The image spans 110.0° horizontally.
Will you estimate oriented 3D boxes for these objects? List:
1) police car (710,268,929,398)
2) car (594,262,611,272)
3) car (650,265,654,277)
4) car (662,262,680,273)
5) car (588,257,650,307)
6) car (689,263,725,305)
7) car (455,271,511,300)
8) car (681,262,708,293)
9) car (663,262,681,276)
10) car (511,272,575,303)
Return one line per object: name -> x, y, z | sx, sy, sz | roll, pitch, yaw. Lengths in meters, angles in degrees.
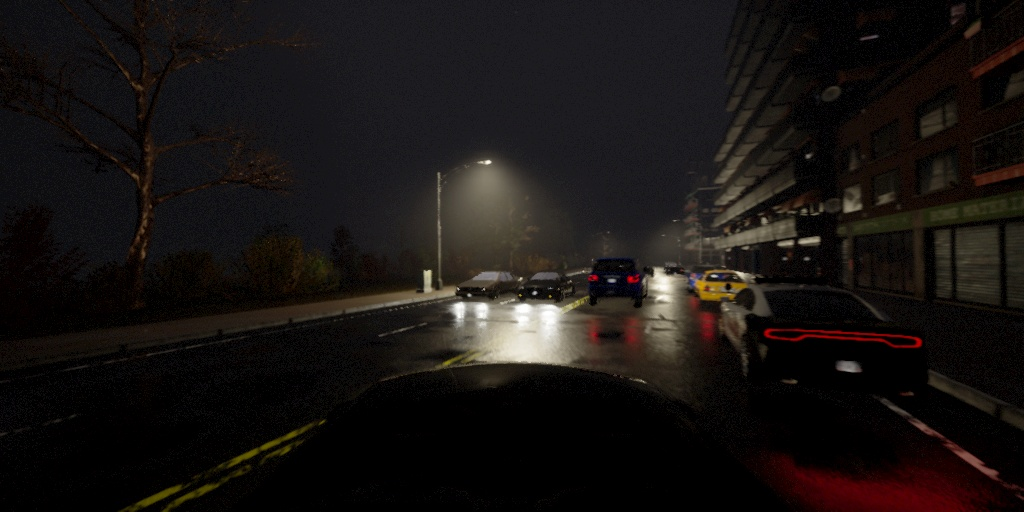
police car -> 5.224, 1.186, 6.828 | 1.930, 1.638, 5.238 | -1, -1, 24
car -> 14.571, 1.764, 57.524 | 1.882, 1.535, 5.008 | -1, -1, 22
car -> 15.469, 1.683, 41.653 | 1.895, 1.301, 4.718 | -1, -1, 22
car -> 22.858, 1.631, 51.683 | 2.128, 1.511, 4.902 | -1, -1, 21
car -> 5.035, 1.097, 16.700 | 2.150, 2.045, 5.566 | -1, -1, 23
car -> 9.279, 1.286, 16.115 | 1.801, 1.575, 5.366 | -1, -1, 23
car -> -0.999, 1.514, 19.635 | 2.033, 1.411, 5.357 | -1, -1, 23
car -> 11.565, 1.225, 21.459 | 2.097, 1.767, 4.553 | -1, -1, 23
car -> 19.133, 1.657, 42.258 | 1.895, 1.301, 4.718 | -1, -1, 22
car -> 1.810, 1.485, 17.955 | 1.994, 1.385, 4.181 | -1, -1, 23
